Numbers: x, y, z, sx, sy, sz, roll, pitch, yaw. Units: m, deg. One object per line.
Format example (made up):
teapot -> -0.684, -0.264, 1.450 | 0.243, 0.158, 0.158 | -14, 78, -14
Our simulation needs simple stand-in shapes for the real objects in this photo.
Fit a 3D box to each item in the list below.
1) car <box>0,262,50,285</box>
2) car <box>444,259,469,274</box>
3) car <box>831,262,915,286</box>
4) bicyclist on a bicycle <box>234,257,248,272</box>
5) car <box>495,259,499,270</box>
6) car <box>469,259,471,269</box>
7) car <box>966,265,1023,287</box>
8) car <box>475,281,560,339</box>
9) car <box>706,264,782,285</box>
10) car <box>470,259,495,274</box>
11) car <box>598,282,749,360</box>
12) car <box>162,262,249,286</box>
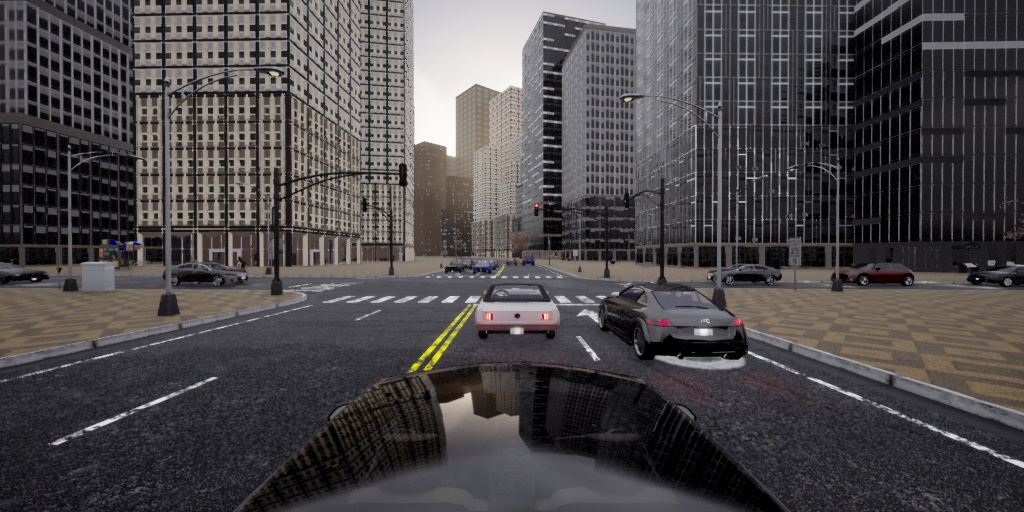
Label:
car -> -34.662, 1.144, 24.099 | 5.357, 1.411, 2.033 | 0, 0, 2
car -> -6.502, 1.321, 41.345 | 1.895, 1.301, 4.718 | 0, 0, 0
car -> 25.959, 1.204, 25.951 | 4.553, 1.767, 2.097 | 0, 0, 1
bicyclist on a bicycle -> -24.630, 0.872, 32.559 | 0.582, 1.620, 1.656 | 0, 1, 2
car -> -3.227, 1.230, 50.012 | 1.812, 1.442, 4.674 | 0, 0, 0
car -> -6.473, 1.206, 51.696 | 1.837, 1.490, 4.892 | 0, 0, 0
car -> 35.860, 1.402, 25.714 | 4.892, 1.490, 1.837 | 0, 0, 1
car -> 0.120, 1.348, 10.054 | 1.895, 1.301, 4.718 | 0, 0, 0
car -> 16.877, 1.302, 26.168 | 4.902, 1.511, 2.128 | 0, 0, 1
car -> -3.251, 1.199, 40.669 | 1.882, 1.535, 5.008 | 0, 0, 0
car -> 3.372, 1.312, 8.334 | 1.994, 1.385, 4.181 | 0, 0, 0
car -> -20.166, 1.157, 23.703 | 4.902, 1.511, 2.128 | 0, 0, 2
